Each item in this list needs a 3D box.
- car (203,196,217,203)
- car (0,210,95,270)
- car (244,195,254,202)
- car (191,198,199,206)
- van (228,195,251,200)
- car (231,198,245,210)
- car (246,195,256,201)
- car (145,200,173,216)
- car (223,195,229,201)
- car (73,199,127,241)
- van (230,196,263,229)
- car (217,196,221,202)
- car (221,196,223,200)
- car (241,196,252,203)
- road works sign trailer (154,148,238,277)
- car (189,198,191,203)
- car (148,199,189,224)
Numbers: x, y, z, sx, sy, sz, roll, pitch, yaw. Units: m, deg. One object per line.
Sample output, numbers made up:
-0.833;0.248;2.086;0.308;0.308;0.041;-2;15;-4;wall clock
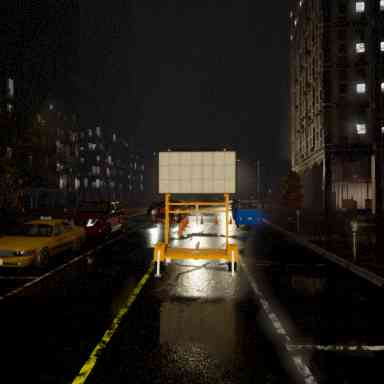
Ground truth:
3.690;1.621;73.107;1.947;1.339;4.313;1;0;14;car
-5.052;1.533;11.220;1.752;1.417;4.829;1;0;2;car
13.462;1.462;78.836;1.967;1.590;4.097;1;0;16;car
0.119;1.620;56.654;1.802;1.307;4.206;1;0;11;car
4.070;1.346;27.387;1.690;1.788;3.998;1;0;6;van
6.273;1.532;45.122;1.752;1.417;4.829;1;0;9;car
14.997;1.570;84.266;1.887;1.381;4.507;1;0;17;car
-3.287;1.590;34.167;1.947;1.339;4.313;1;0;6;car
10.272;1.606;87.547;2.033;1.411;5.357;0;0;17;car
-4.762;1.327;17.049;2.192;1.841;5.009;1;0;3;car
3.573;1.345;21.545;1.690;1.788;3.998;1;0;4;van
5.007;1.587;78.270;1.752;1.417;4.829;1;0;15;car
8.035;1.624;88.976;2.008;1.369;4.403;1;0;17;car
12.011;1.584;73.337;1.947;1.339;4.313;1;0;14;car
0.162;0.468;10.247;2.380;3.560;2.880;0;0;3;road works sign trailer
-1.785;1.597;45.469;1.947;1.339;4.313;1;0;9;car
-1.704;1.366;24.803;2.097;1.767;4.553;0;0;5;car
